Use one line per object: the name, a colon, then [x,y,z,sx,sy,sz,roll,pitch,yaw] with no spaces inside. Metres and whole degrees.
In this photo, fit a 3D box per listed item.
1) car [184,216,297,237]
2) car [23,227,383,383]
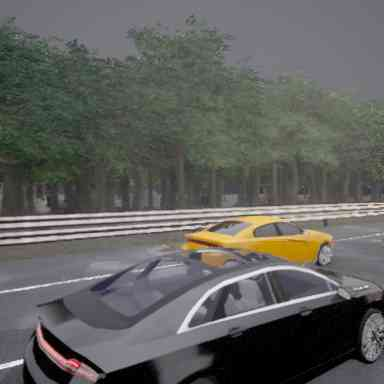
car: [2.071,1.444,9.574,5.008,1.535,1.882,0,1,-35]
car: [0.639,1.478,4.154,4.902,1.511,2.128,0,0,-36]
